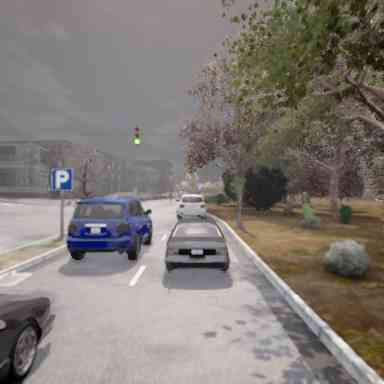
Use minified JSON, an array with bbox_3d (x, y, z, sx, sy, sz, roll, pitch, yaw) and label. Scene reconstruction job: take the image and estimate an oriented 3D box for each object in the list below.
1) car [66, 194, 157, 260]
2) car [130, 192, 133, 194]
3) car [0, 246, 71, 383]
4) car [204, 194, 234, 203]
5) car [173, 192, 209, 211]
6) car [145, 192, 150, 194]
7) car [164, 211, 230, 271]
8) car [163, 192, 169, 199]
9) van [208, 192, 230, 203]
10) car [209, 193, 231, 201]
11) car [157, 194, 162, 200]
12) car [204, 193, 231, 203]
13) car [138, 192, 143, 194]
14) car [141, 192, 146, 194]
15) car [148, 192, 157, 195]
[{"bbox_3d":[-2.837,1.246,12.603,2.150,2.045,5.566,0,0,1],"label":"car"},{"bbox_3d":[-13.749,1.208,61.689,4.553,1.767,2.185,-1,0,-14],"label":"car"},{"bbox_3d":[-2.893,1.552,2.369,2.033,1.411,5.357,0,0,0],"label":"car"},{"bbox_3d":[5.158,1.277,64.315,5.366,1.575,1.946,1,0,-13],"label":"car"},{"bbox_3d":[-0.177,1.229,28.119,2.150,2.045,5.566,1,1,-5],"label":"car"},{"bbox_3d":[-12.319,1.375,73.698,4.674,1.452,2.002,-1,0,-13],"label":"car"},{"bbox_3d":[0.151,1.568,10.904,2.033,1.411,5.357,0,0,0],"label":"car"},{"bbox_3d":[-9.679,1.335,91.627,5.008,1.535,2.097,-1,0,-11],"label":"car"},{"bbox_3d":[4.242,1.054,58.351,4.442,1.987,1.878,1,0,-14],"label":"van"},{"bbox_3d":[6.405,1.146,76.022,4.553,1.767,2.185,1,0,-12],"label":"car"},{"bbox_3d":[-11.059,1.083,82.687,5.566,2.045,2.435,-1,0,-12],"label":"car"},{"bbox_3d":[4.624,1.154,61.321,4.553,1.767,2.185,1,0,-14],"label":"car"},{"bbox_3d":[-13.060,1.335,67.700,4.892,1.521,2.231,-1,0,-14],"label":"car"},{"bbox_3d":[-12.689,1.374,70.696,4.674,1.452,2.002,-1,0,-13],"label":"car"},{"bbox_3d":[-11.508,1.375,79.680,4.674,1.452,2.002,-1,0,-12],"label":"car"}]
